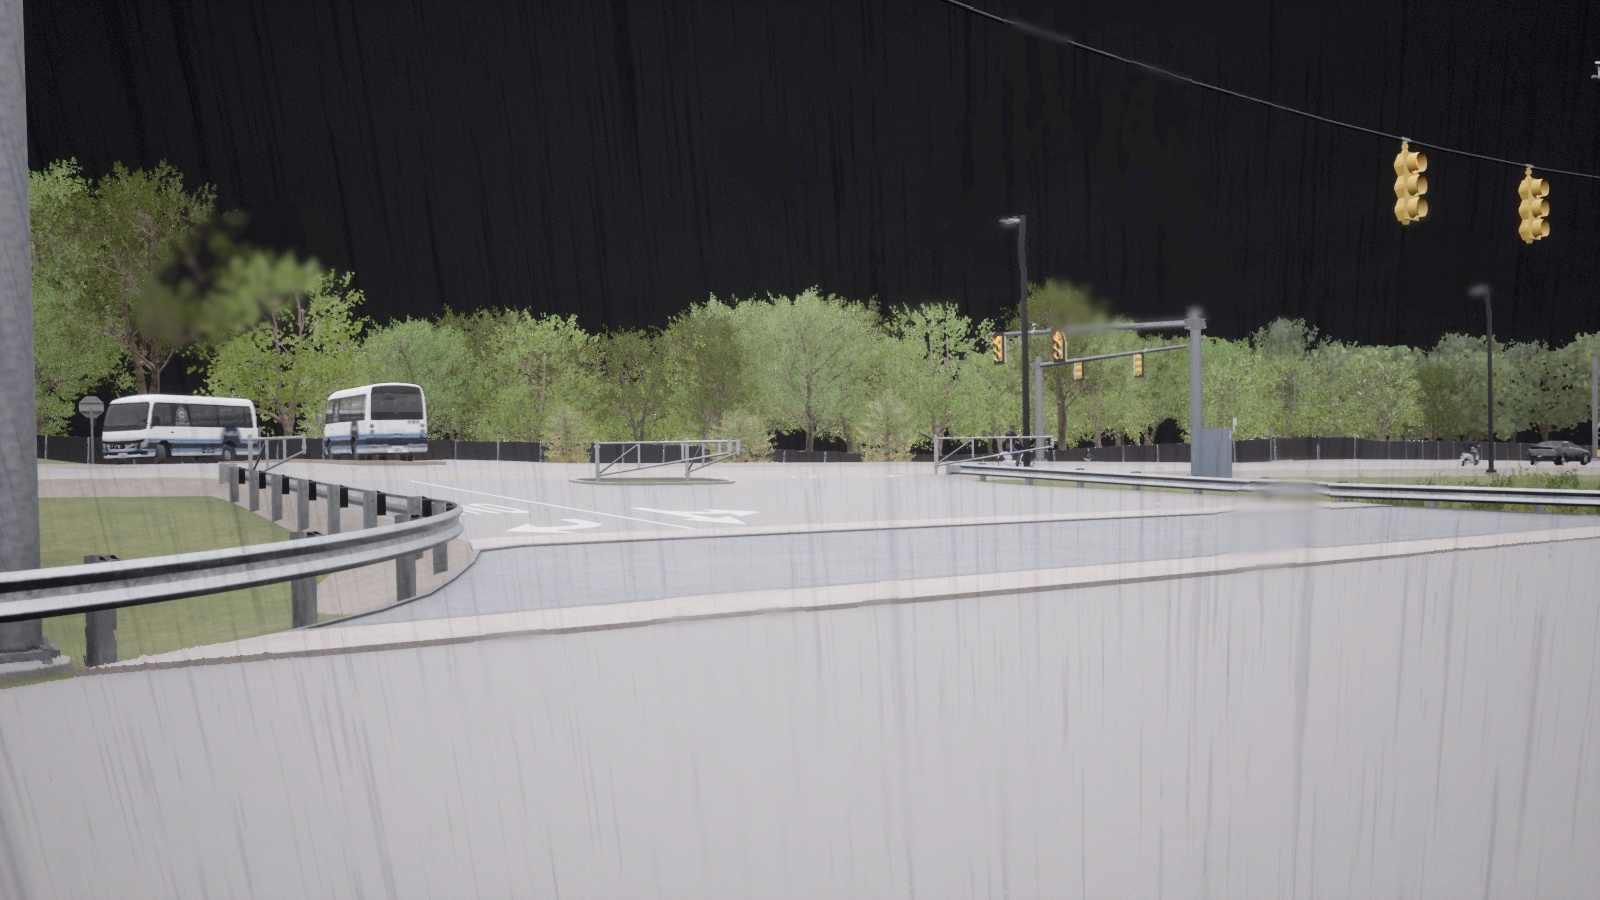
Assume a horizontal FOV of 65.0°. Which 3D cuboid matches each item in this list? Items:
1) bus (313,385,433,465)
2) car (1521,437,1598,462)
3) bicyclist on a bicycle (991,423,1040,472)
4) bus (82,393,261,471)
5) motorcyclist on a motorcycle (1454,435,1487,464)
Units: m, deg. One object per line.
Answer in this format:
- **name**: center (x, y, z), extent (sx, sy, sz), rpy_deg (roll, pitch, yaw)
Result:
- **bus**: center (-24.422, -1.313, 71.368), extent (3.944, 4.253, 10.273), rpy_deg (-2, 0, -33)
- **car**: center (46.462, -0.033, 76.784), extent (4.902, 1.511, 2.128), rpy_deg (0, 0, -34)
- **bicyclist on a bicycle**: center (8.009, -0.103, 46.571), extent (1.843, 1.776, 0.659), rpy_deg (0, 0, -34)
- **bus**: center (-37.888, -1.020, 76.352), extent (3.944, 4.253, 10.273), rpy_deg (-3, 0, 13)
- **motorcyclist on a motorcycle**: center (37.906, -0.029, 71.001), extent (1.817, 1.590, 0.866), rpy_deg (0, 0, -34)
